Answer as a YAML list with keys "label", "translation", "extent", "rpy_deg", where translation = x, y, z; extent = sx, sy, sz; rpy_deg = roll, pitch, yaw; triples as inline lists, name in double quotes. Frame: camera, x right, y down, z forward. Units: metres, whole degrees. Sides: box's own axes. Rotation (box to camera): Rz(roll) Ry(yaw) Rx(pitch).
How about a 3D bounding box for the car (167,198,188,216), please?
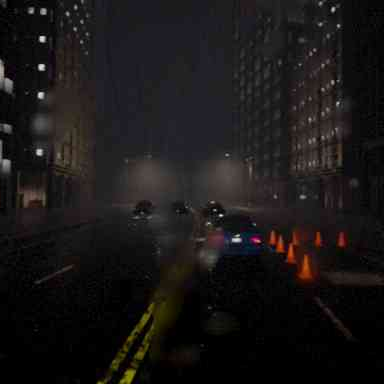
- label: "car"
  translation: [-1.367, 1.601, 32.936]
  extent: [1.994, 1.385, 4.181]
  rpy_deg: [1, 0, -1]

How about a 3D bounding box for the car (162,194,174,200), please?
- label: "car"
  translation: [-5.339, 1.242, 73.383]
  extent: [2.150, 2.045, 5.566]
  rpy_deg: [1, 0, -11]

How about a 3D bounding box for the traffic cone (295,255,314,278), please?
- label: "traffic cone"
  translation: [3.104, 2.011, 9.069]
  extent: [0.340, 0.580, 0.340]
  rpy_deg: [1, 0, 5]

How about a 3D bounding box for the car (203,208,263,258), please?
- label: "car"
  translation: [1.590, 1.589, 13.098]
  extent: [2.033, 1.411, 5.357]
  rpy_deg: [1, 0, 4]

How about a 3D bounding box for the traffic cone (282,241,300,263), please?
- label: "traffic cone"
  translation: [3.289, 2.017, 11.060]
  extent: [0.340, 0.580, 0.340]
  rpy_deg: [1, 0, 5]

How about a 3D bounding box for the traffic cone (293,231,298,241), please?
- label: "traffic cone"
  translation: [4.654, 2.043, 14.951]
  extent: [0.340, 0.580, 0.340]
  rpy_deg: [1, 0, 5]

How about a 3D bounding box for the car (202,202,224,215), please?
- label: "car"
  translation: [2.080, 1.654, 32.598]
  extent: [1.994, 1.385, 4.181]
  rpy_deg: [1, 0, -1]

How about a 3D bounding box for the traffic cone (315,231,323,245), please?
- label: "traffic cone"
  translation: [5.650, 2.057, 14.858]
  extent: [0.340, 0.580, 0.340]
  rpy_deg: [1, 0, 5]

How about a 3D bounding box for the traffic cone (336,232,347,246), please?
- label: "traffic cone"
  translation: [6.645, 2.071, 14.765]
  extent: [0.340, 0.580, 0.340]
  rpy_deg: [1, 0, 5]

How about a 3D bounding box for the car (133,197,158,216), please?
- label: "car"
  translation: [-4.579, 1.536, 33.034]
  extent: [2.033, 1.411, 5.357]
  rpy_deg: [1, 0, -1]

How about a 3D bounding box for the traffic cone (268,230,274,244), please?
- label: "traffic cone"
  translation: [3.659, 2.030, 15.043]
  extent: [0.340, 0.580, 0.340]
  rpy_deg: [1, 0, 5]

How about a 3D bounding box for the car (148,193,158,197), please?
- label: "car"
  translation: [-8.668, 1.001, 73.504]
  extent: [2.097, 1.767, 4.553]
  rpy_deg: [1, 0, -11]

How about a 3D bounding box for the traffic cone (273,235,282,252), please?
- label: "traffic cone"
  translation: [3.474, 2.023, 13.052]
  extent: [0.340, 0.580, 0.340]
  rpy_deg: [1, 0, 5]
